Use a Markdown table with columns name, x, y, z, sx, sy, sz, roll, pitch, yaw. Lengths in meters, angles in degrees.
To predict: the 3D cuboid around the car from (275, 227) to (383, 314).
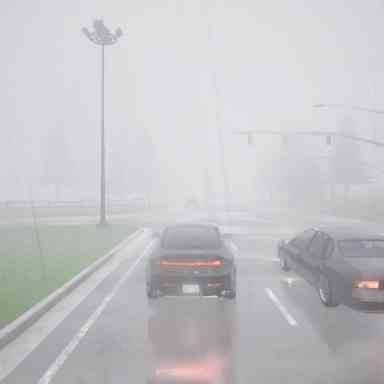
| name | x | y | z | sx | sy | sz | roll | pitch | yaw |
| --- | --- | --- | --- | --- | --- | --- | --- | --- | --- |
| car | 3.489 | 1.547 | 7.894 | 2.033 | 1.411 | 5.357 | 0 | 0 | 0 |

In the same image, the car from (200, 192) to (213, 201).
| name | x | y | z | sx | sy | sz | roll | pitch | yaw |
| --- | --- | --- | --- | --- | --- | --- | --- | --- | --- |
| car | 3.344 | 1.347 | 82.966 | 2.097 | 1.767 | 4.553 | 0 | 0 | 0 |

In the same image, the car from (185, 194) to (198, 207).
| name | x | y | z | sx | sy | sz | roll | pitch | yaw |
| --- | --- | --- | --- | --- | --- | --- | --- | --- | --- |
| car | -0.098 | 1.478 | 51.952 | 1.882 | 1.535 | 5.008 | 0 | 0 | 0 |

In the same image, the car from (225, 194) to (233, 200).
| name | x | y | z | sx | sy | sz | roll | pitch | yaw |
| --- | --- | --- | --- | --- | --- | --- | --- | --- | --- |
| car | 10.325 | 1.332 | 93.012 | 1.837 | 1.490 | 4.892 | 0 | 0 | 0 |

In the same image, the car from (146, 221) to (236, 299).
| name | x | y | z | sx | sy | sz | roll | pitch | yaw |
| --- | --- | --- | --- | --- | --- | --- | --- | --- | --- |
| car | -0.006 | 1.505 | 8.447 | 1.837 | 1.490 | 4.892 | 0 | 0 | 0 |

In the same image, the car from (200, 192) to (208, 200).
| name | x | y | z | sx | sy | sz | roll | pitch | yaw |
| --- | --- | --- | --- | --- | --- | --- | --- | --- | --- |
| car | 3.325 | 1.057 | 93.029 | 2.150 | 2.045 | 5.566 | 0 | 0 | 0 |

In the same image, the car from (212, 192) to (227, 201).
| name | x | y | z | sx | sy | sz | roll | pitch | yaw |
| --- | --- | --- | --- | --- | --- | --- | --- | --- | --- |
| car | 6.845 | 1.517 | 82.586 | 2.128 | 1.511 | 4.902 | 0 | 0 | 0 |

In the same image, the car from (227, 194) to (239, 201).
| name | x | y | z | sx | sy | sz | roll | pitch | yaw |
| --- | --- | --- | --- | --- | --- | --- | --- | --- | --- |
| car | 10.344 | 1.347 | 82.979 | 2.097 | 1.767 | 4.553 | 0 | 0 | 0 |
